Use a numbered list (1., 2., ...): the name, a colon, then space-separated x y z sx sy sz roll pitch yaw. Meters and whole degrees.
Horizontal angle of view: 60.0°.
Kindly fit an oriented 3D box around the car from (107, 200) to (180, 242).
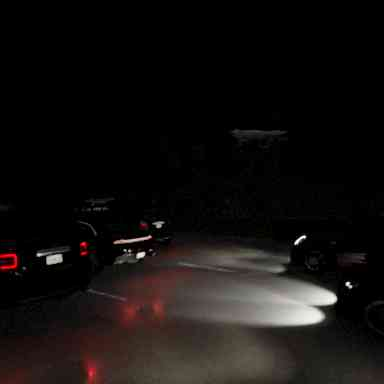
1. car: -3.072 1.418 14.733 4.553 1.767 2.097 -1 0 35

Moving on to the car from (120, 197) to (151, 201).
1. car: -8.396 1.626 49.655 4.902 1.511 2.128 0 0 -41

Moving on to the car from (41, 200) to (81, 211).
1. car: -17.844 1.744 45.322 1.895 1.301 4.718 0 0 43

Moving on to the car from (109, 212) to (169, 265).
1. car: -3.391 1.546 10.667 4.902 1.511 2.128 0 0 36

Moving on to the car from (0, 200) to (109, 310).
1. car: -4.620 1.271 7.267 5.566 2.045 2.150 0 0 34

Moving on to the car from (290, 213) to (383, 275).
1. car: 5.054 1.358 8.987 4.553 1.767 2.097 -1 0 36

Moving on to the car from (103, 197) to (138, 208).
1. car: -11.123 1.618 51.889 5.008 1.535 1.882 0 0 -41

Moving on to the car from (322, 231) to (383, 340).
1. car: 4.482 1.559 5.086 4.181 1.385 1.994 0 0 36

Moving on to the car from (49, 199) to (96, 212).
1. car: -15.347 1.684 42.953 2.033 1.411 5.357 0 0 40
